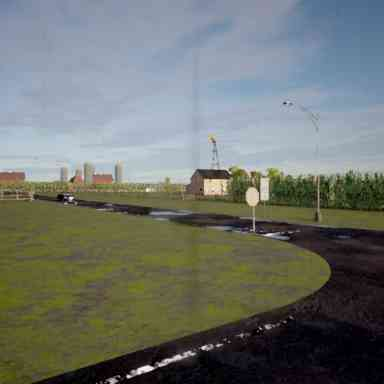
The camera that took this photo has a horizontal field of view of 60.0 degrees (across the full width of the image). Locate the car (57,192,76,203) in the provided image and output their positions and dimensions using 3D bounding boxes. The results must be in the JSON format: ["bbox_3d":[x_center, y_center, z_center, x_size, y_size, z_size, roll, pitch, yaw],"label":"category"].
[{"bbox_3d":[-18.812,0.749,49.827,2.128,1.511,4.902,-1,1,-36],"label":"car"}]
